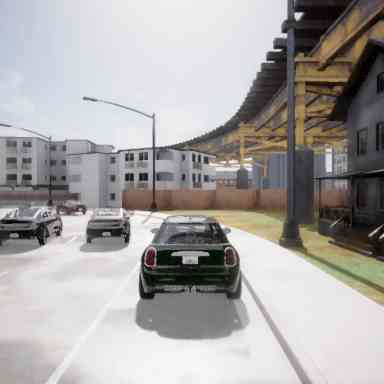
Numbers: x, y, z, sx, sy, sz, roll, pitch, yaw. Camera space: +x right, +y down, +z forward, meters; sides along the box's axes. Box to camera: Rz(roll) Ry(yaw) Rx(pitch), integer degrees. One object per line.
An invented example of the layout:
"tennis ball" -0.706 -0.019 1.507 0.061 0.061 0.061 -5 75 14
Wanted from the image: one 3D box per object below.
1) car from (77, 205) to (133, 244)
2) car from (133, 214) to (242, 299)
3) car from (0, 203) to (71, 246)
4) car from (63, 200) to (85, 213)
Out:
"car" -3.877 1.496 15.934 2.128 1.511 4.902 0 0 -9
"car" -0.033 1.352 8.620 2.097 1.767 4.553 0 0 0
"car" -7.330 1.496 15.364 2.128 1.511 4.902 0 0 -9
"car" -12.194 1.533 33.647 1.812 1.442 4.674 0 0 -41
